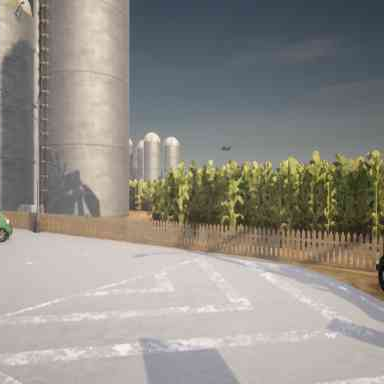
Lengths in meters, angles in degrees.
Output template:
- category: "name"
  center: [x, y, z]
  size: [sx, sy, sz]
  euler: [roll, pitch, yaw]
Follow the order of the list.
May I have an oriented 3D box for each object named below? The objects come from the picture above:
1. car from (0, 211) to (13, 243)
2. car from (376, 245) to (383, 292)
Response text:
- category: "car"
  center: [-9.960, 1.481, 14.097]
  size: [1.851, 1.617, 3.988]
  euler: [0, 0, 35]
- category: "car"
  center: [5.122, 1.355, 6.232]
  size: [1.905, 1.878, 3.866]
  euler: [0, 0, 4]
